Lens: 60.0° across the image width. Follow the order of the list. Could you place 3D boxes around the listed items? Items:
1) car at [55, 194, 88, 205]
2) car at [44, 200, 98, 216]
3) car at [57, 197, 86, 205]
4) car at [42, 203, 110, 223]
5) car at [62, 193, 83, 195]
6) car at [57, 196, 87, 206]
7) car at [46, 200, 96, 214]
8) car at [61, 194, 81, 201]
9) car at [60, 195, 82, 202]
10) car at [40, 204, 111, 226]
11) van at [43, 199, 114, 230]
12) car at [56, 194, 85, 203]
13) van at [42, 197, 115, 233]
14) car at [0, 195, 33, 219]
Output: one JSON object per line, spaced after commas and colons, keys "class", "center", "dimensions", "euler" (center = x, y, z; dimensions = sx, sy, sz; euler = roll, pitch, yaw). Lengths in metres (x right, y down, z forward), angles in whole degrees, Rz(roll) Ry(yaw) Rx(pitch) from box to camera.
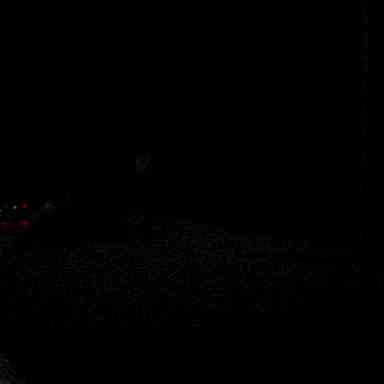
{"class": "car", "center": [-23.979, 1.452, 66.138], "dimensions": [5.566, 2.045, 2.435], "euler": [2, 0, -40]}
{"class": "car", "center": [-13.684, 1.781, 37.901], "dimensions": [5.366, 1.575, 1.946], "euler": [1, 0, -41]}
{"class": "car", "center": [-22.945, 1.749, 63.345], "dimensions": [4.674, 1.452, 2.002], "euler": [1, -1, -40]}
{"class": "car", "center": [-10.232, 1.810, 29.706], "dimensions": [5.366, 1.575, 1.946], "euler": [1, -1, -41]}
{"class": "car", "center": [-20.834, 1.597, 57.731], "dimensions": [4.553, 1.767, 2.185], "euler": [1, 0, -40]}
{"class": "car", "center": [-21.873, 1.590, 60.547], "dimensions": [4.553, 1.767, 2.185], "euler": [1, 0, -40]}
{"class": "car", "center": [-14.736, 1.772, 40.713], "dimensions": [5.366, 1.575, 1.946], "euler": [1, 0, -40]}
{"class": "car", "center": [-32.254, 1.567, 88.719], "dimensions": [4.553, 1.767, 2.185], "euler": [1, 0, -40]}
{"class": "car", "center": [-29.193, 1.564, 80.235], "dimensions": [4.553, 1.767, 2.185], "euler": [2, -1, -40]}
{"class": "car", "center": [-9.295, 1.788, 26.780], "dimensions": [5.008, 1.535, 2.097], "euler": [2, -1, -41]}
{"class": "van", "center": [-8.144, 1.535, 24.066], "dimensions": [4.442, 1.987, 1.878], "euler": [2, -2, -41]}
{"class": "car", "center": [-27.106, 1.441, 74.595], "dimensions": [5.566, 2.045, 2.435], "euler": [2, 0, -40]}
{"class": "van", "center": [-7.073, 1.506, 21.263], "dimensions": [4.442, 1.987, 1.878], "euler": [2, -2, -41]}
{"class": "car", "center": [-17.285, 1.499, 33.174], "dimensions": [2.150, 2.045, 5.566], "euler": [0, 0, -21]}
